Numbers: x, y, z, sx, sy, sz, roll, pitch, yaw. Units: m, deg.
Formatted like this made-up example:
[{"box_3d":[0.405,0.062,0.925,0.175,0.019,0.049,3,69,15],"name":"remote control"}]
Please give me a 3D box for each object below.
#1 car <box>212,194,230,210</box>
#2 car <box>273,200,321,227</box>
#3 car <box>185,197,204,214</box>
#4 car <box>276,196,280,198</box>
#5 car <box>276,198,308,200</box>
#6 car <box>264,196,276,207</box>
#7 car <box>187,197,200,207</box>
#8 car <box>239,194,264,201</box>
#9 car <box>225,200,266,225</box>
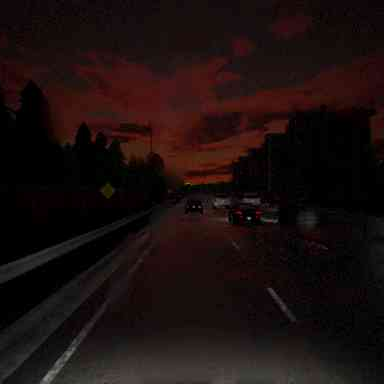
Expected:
[{"box_3d":[3.831,1.217,43.824,2.150,2.045,5.566,0,0,0],"name":"car"},{"box_3d":[7.229,1.500,22.721,1.837,1.490,4.892,0,-1,0],"name":"car"},{"box_3d":[0.286,1.544,35.717,2.033,1.411,5.357,0,0,3],"name":"car"},{"box_3d":[14.346,1.473,57.877,1.882,1.535,5.008,0,0,0],"name":"car"},{"box_3d":[10.804,1.597,35.772,1.895,1.301,4.718,0,0,0],"name":"car"},{"box_3d":[10.843,1.500,50.547,1.837,1.490,4.892,0,0,0],"name":"car"},{"box_3d":[0.262,1.521,51.037,1.812,1.442,4.674,0,0,0],"name":"car"},{"box_3d":[7.332,1.215,42.843,2.150,2.045,5.566,0,0,0],"name":"car"},{"box_3d":[3.735,1.524,23.944,1.812,1.442,4.674,0,0,0],"name":"car"}]
